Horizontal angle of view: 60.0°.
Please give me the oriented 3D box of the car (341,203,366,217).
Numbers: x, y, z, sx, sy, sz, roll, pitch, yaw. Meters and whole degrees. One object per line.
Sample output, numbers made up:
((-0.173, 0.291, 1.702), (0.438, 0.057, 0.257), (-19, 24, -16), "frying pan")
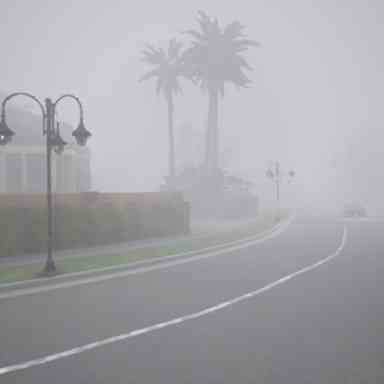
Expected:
((15.823, 1.746, 32.752), (2.033, 1.411, 5.357), (-1, -1, 20), "car")
